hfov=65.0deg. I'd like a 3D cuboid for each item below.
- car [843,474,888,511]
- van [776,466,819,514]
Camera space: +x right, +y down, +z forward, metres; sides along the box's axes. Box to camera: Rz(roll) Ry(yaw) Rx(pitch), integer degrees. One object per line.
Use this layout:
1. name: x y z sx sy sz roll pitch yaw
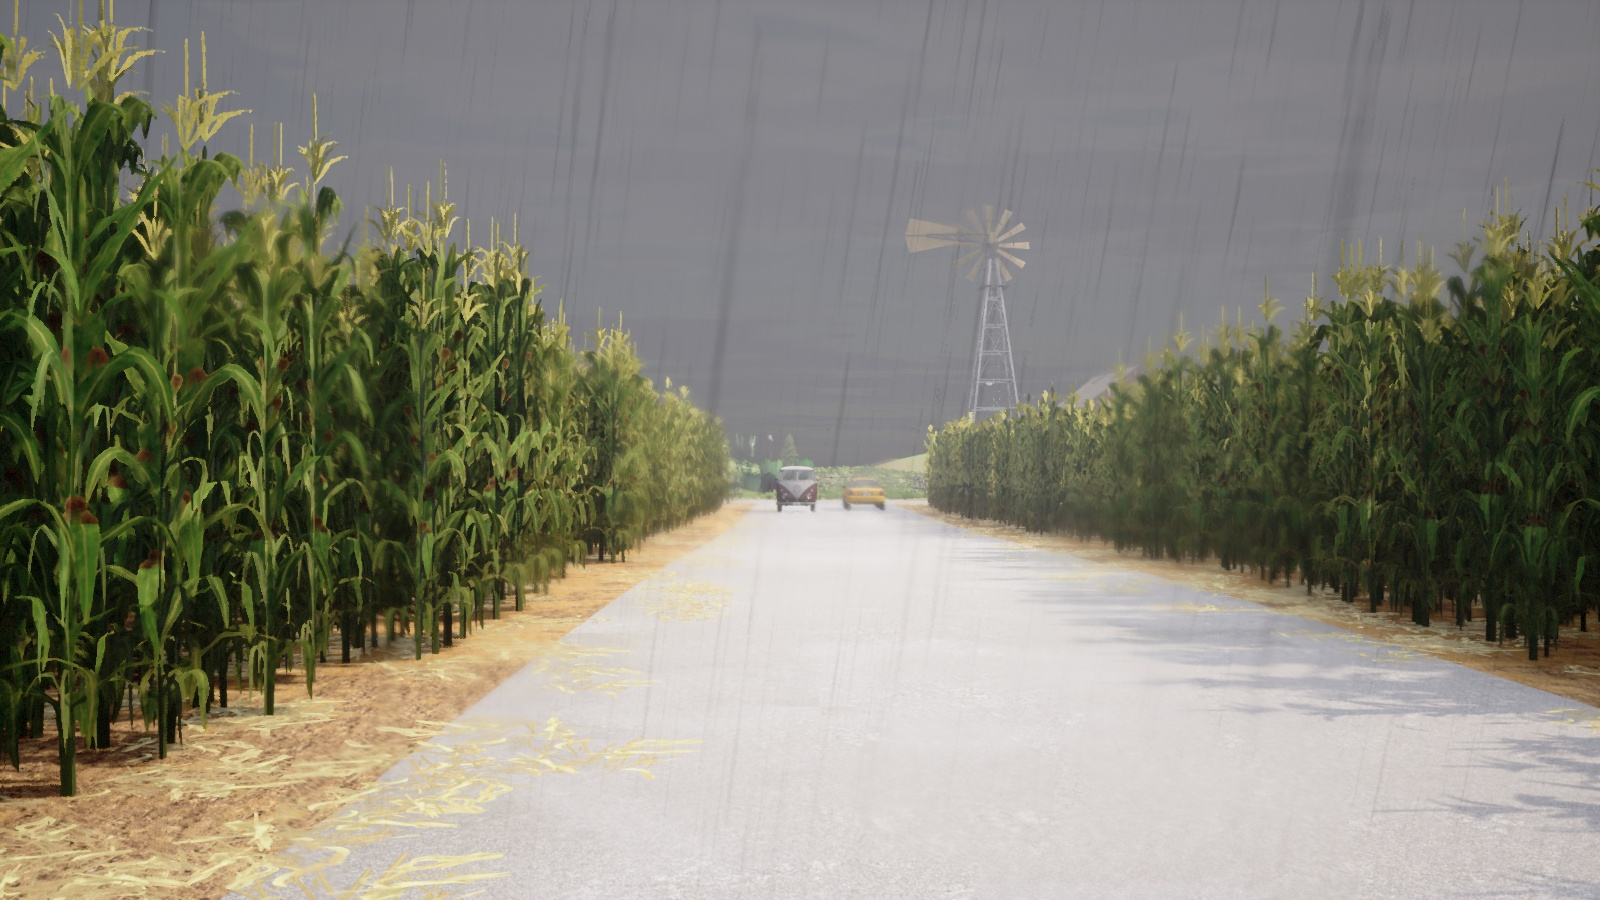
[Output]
1. car: 2.972 1.925 58.069 1.801 1.575 5.366 0 -1 0
2. van: -0.123 1.693 54.374 1.775 1.987 4.442 0 -1 0
